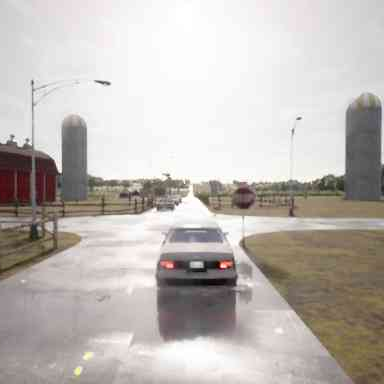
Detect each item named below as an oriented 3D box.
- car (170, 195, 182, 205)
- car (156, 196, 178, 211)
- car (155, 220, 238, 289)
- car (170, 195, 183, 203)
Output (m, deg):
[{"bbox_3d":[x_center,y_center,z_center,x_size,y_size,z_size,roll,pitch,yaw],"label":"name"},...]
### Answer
[{"bbox_3d":[-2.870,1.237,48.442,1.882,1.535,5.008,0,0,0],"label":"car"},{"bbox_3d":[-2.874,1.395,36.889,1.895,1.301,4.718,0,0,0],"label":"car"},{"bbox_3d":[0.093,1.467,9.071,2.033,1.411,5.357,0,0,0],"label":"car"},{"bbox_3d":[-2.815,1.257,62.617,2.128,1.511,4.902,0,0,0],"label":"car"}]
